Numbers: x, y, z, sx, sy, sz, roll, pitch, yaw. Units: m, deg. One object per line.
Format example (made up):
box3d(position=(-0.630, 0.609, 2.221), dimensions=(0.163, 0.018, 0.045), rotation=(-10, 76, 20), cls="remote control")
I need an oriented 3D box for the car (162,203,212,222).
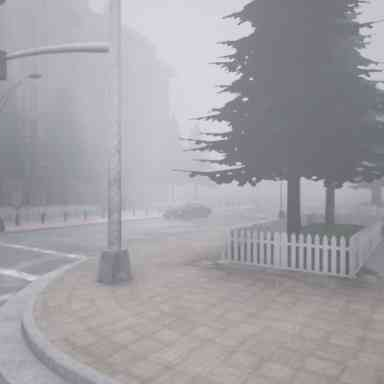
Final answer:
box3d(position=(-0.312, 1.604, 26.850), dimensions=(1.895, 1.301, 4.718), rotation=(0, 0, 34), cls="car")
